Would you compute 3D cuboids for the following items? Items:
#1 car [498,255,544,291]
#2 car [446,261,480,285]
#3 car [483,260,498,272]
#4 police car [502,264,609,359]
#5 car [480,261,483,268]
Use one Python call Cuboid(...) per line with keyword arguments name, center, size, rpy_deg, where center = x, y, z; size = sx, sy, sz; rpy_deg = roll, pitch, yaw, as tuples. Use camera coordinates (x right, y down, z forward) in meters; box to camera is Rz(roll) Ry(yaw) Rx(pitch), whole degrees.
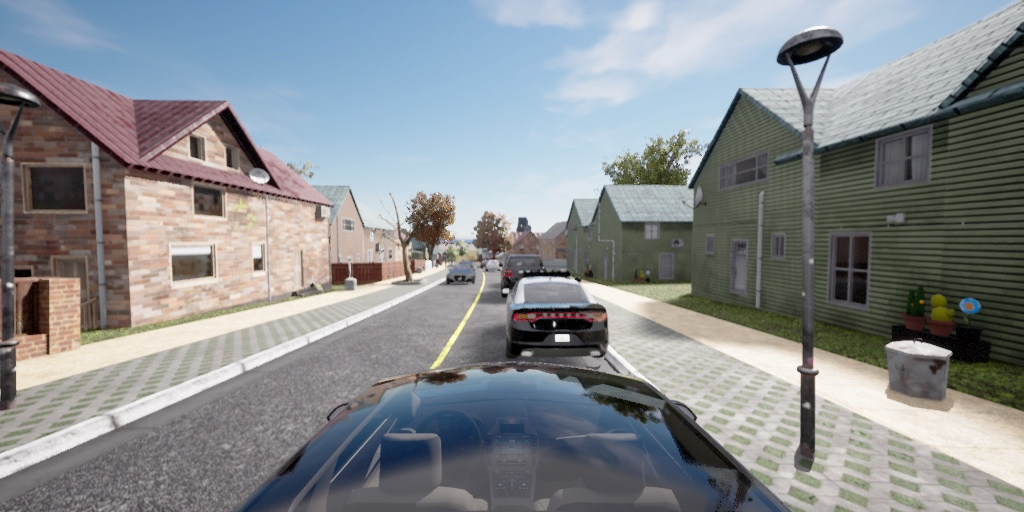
Cuboid(name="car", center=(0.520, 0.950, 18.527), size=(2.150, 2.045, 5.566), rpy_deg=(0, 0, -2))
Cuboid(name="car", center=(-3.562, 1.308, 25.697), size=(1.994, 1.385, 4.181), rpy_deg=(0, 0, -4))
Cuboid(name="car", center=(-2.541, 1.310, 47.602), size=(1.812, 1.442, 4.674), rpy_deg=(0, 0, -6))
Cuboid(name="police car", center=(0.799, 1.159, 8.546), size=(1.930, 1.638, 5.238), rpy_deg=(0, 0, -1))
Cuboid(name="car", center=(-4.421, 1.378, 61.482), size=(1.812, 1.442, 4.674), rpy_deg=(0, 0, -9))
